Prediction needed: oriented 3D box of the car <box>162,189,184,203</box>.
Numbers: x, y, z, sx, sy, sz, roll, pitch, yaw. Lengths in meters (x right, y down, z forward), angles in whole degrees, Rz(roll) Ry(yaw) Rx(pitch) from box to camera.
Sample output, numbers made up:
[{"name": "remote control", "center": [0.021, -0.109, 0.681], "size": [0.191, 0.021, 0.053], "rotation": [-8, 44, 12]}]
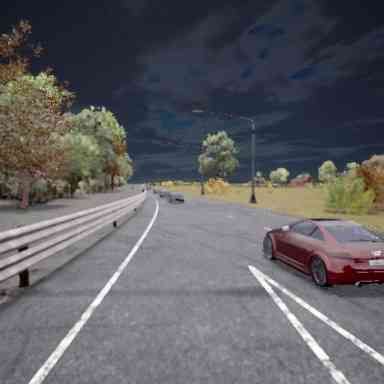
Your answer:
[{"name": "car", "center": [-2.125, 0.588, 41.548], "size": [2.033, 1.411, 5.357], "rotation": [0, 1, -10]}]

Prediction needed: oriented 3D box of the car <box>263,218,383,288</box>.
[{"name": "car", "center": [3.450, 1.378, 8.787], "size": [1.994, 1.385, 4.181], "rotation": [0, 1, -10]}]

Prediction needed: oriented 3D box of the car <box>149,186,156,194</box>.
[{"name": "car", "center": [-8.081, -0.293, 76.564], "size": [2.033, 1.411, 5.357], "rotation": [0, 1, -10]}]

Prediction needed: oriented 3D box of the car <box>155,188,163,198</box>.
[{"name": "car", "center": [-4.654, 0.219, 56.435], "size": [2.033, 1.411, 5.357], "rotation": [0, 1, -10]}]
